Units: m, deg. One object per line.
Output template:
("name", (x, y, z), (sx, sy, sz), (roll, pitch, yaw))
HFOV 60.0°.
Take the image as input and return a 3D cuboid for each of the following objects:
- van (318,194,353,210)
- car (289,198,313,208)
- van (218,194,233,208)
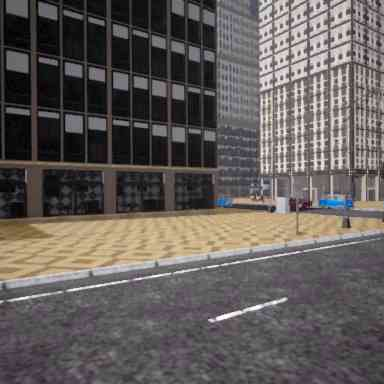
("van", (16.966, 1.181, 39.495), (1.690, 1.788, 3.998), (0, 0, -34))
("car", (13.788, 1.359, 44.032), (1.887, 1.381, 4.507), (0, 0, -34))
("van", (3.725, 1.201, 43.907), (1.690, 1.788, 3.998), (0, 0, -34))
